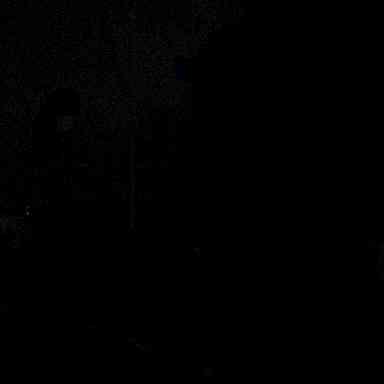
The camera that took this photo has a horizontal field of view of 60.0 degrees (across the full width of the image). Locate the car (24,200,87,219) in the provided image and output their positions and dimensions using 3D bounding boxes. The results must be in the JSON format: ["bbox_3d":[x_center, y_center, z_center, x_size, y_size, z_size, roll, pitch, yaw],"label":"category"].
[{"bbox_3d":[-10.657,1.348,26.457,2.128,1.511,4.902,0,0,36],"label":"car"}]

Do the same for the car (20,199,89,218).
[{"bbox_3d":[-12.059,1.394,29.560,2.033,1.411,5.357,0,0,36],"label":"car"}]

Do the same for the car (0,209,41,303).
[{"bbox_3d":[-5.533,1.315,6.753,5.009,1.841,2.192,0,0,35],"label":"car"}]
